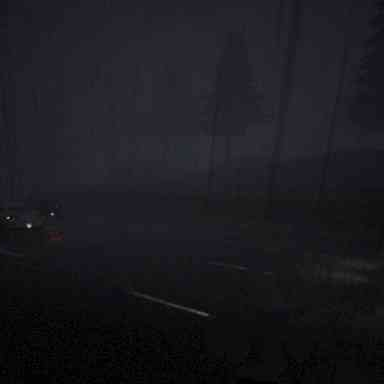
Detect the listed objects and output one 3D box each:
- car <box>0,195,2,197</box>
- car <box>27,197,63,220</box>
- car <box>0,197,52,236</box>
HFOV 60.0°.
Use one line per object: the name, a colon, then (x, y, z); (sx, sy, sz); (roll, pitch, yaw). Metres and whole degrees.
car: (-21.773, 0.740, 36.047); (1.882, 1.535, 5.008); (0, 1, -37)
car: (-10.536, 1.090, 22.825); (1.837, 1.490, 4.892); (0, 1, -44)
car: (-8.894, 1.209, 16.263); (4.674, 1.442, 1.812); (1, 1, 43)
